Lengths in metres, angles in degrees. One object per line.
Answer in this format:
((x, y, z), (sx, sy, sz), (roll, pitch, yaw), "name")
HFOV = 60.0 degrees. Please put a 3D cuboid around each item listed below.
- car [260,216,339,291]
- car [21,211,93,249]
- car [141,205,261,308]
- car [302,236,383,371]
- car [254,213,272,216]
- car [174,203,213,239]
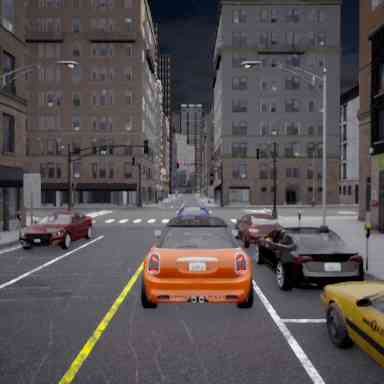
((2.869, 1.562, 8.854), (1.947, 1.339, 4.313), (-1, 0, 0), "car")
((-5.675, 1.537, 14.439), (1.887, 1.381, 4.507), (-1, 0, 0), "car")
((0.099, 1.348, 8.051), (2.097, 1.767, 4.553), (0, 0, 0), "car")
((2.867, 1.524, 3.438), (1.752, 1.417, 4.829), (-1, 0, 0), "car")
((2.870, 1.575, 14.440), (1.802, 1.307, 4.206), (-1, 0, 0), "car")
((0.105, 1.468, 18.339), (1.882, 1.535, 5.008), (0, 0, 1), "car")
